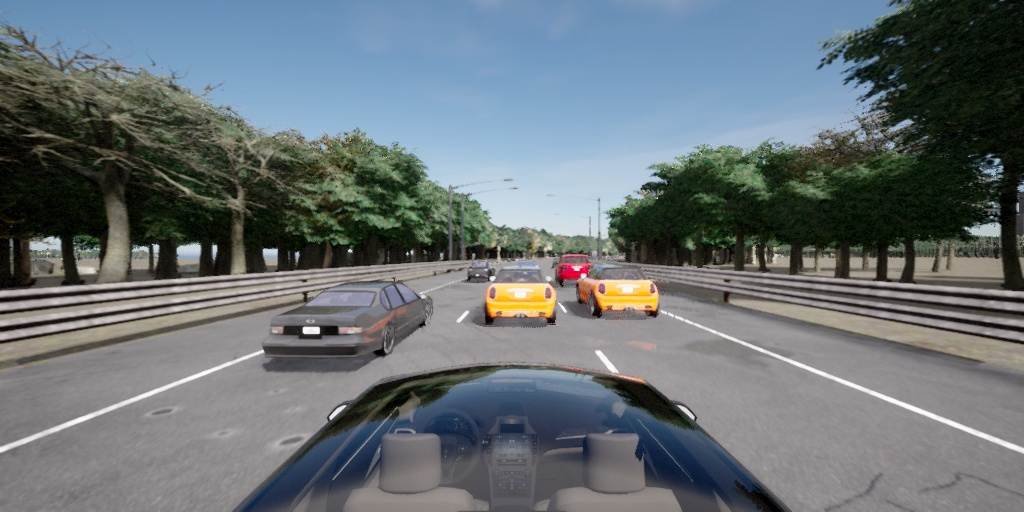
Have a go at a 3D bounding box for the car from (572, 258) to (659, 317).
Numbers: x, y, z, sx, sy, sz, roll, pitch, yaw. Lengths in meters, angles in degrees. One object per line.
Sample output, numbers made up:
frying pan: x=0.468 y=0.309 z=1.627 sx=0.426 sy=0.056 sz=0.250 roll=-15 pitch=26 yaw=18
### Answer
car: x=3.699 y=1.092 z=13.350 sx=2.097 sy=1.767 sz=4.553 roll=0 pitch=0 yaw=2

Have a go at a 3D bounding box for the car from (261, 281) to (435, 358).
car: x=-3.313 y=1.292 z=8.513 sx=2.033 sy=1.411 sz=5.357 roll=0 pitch=0 yaw=1

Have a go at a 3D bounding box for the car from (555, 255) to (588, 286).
car: x=4.241 y=0.945 z=25.178 sx=2.150 sy=2.045 sz=5.566 roll=0 pitch=0 yaw=3

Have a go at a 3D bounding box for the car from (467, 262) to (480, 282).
car: x=-2.393 y=1.227 z=29.103 sx=2.128 sy=1.511 sz=4.902 roll=0 pitch=0 yaw=4

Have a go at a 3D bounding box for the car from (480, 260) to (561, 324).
car: x=0.291 y=1.099 z=12.136 sx=2.097 sy=1.767 sz=4.553 roll=0 pitch=0 yaw=2
